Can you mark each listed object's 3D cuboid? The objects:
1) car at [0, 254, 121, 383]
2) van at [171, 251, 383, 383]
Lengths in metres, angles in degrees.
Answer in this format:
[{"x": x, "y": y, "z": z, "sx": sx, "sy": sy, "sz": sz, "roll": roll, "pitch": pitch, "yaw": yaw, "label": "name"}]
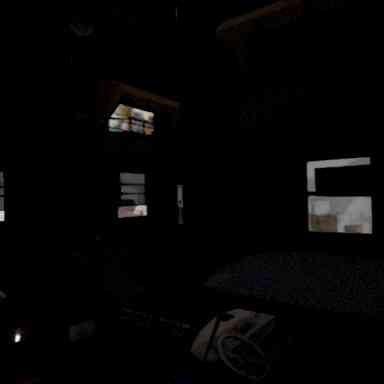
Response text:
[{"x": -2.929, "y": 1.617, "z": 4.970, "sx": 4.313, "sy": 1.339, "sz": 1.947, "roll": -1, "pitch": -1, "yaw": 35, "label": "car"}, {"x": 1.671, "y": 1.337, "z": 1.700, "sx": 3.998, "sy": 1.788, "sz": 1.690, "roll": -1, "pitch": -1, "yaw": 35, "label": "van"}]
